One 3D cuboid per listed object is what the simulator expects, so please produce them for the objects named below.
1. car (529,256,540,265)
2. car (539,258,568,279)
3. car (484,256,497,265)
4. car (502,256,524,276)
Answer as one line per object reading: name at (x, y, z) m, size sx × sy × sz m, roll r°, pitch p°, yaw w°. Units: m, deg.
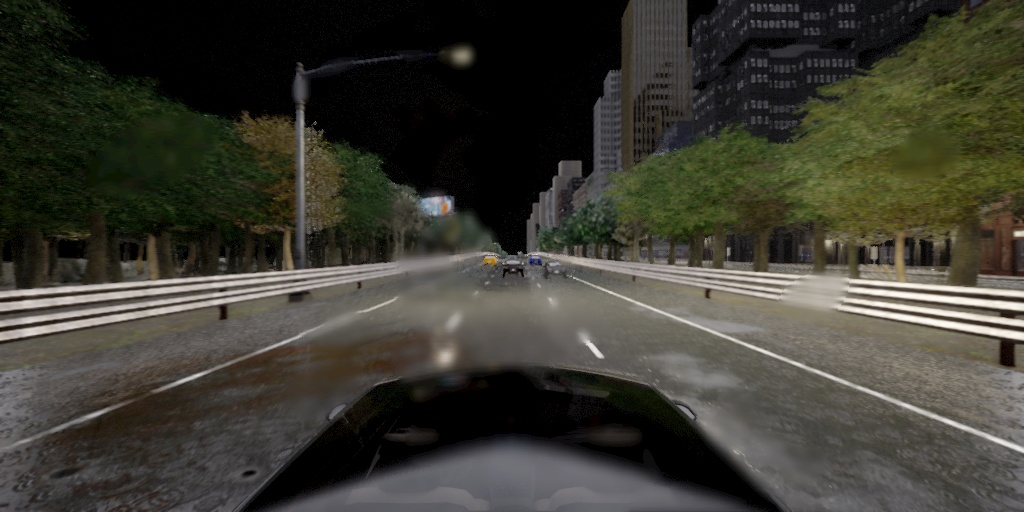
car at (3.624, 0.662, 56.707) m, size 1.882 × 1.535 × 5.008 m, roll 0°, pitch 1°, yaw 0°
car at (3.613, 1.124, 30.610) m, size 1.812 × 1.442 × 4.674 m, roll 0°, pitch 1°, yaw 0°
car at (-3.378, 0.663, 56.700) m, size 1.882 × 1.535 × 5.008 m, roll 0°, pitch 1°, yaw 0°
car at (0.115, 1.034, 34.151) m, size 1.882 × 1.535 × 5.008 m, roll 0°, pitch 1°, yaw 0°
